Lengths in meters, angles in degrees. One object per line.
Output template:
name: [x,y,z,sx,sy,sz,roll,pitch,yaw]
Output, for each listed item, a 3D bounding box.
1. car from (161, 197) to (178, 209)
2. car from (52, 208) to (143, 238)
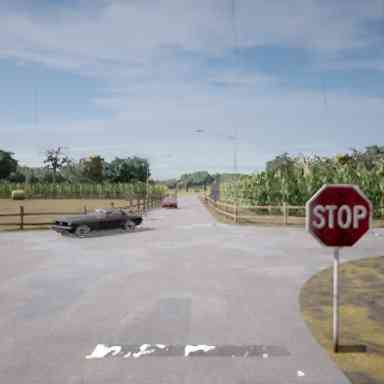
car: [-2.799,1.365,42.177,1.882,1.535,5.008,0,1,0]
car: [-5.008,1.581,18.060,1.895,1.301,4.718,0,1,41]
